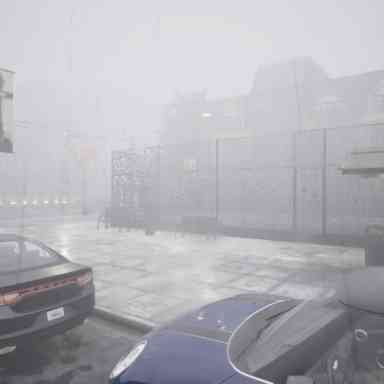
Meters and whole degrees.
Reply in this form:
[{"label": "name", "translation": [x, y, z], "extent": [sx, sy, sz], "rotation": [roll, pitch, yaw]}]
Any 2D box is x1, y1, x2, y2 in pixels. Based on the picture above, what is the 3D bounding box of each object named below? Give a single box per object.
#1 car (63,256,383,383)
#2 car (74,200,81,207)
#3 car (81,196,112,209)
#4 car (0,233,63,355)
[{"label": "car", "translation": [1.474, 1.354, 2.256], "extent": [4.553, 1.767, 2.185], "rotation": [0, 0, 35]}, {"label": "car", "translation": [-15.167, 1.351, 49.139], "extent": [2.097, 1.767, 4.553], "rotation": [0, 0, 35]}, {"label": "car", "translation": [-12.628, 1.352, 46.665], "extent": [2.097, 1.767, 4.553], "rotation": [0, 0, 35]}, {"label": "car", "translation": [-3.844, 1.480, 5.864], "extent": [5.008, 1.535, 2.097], "rotation": [0, 0, 35]}]
